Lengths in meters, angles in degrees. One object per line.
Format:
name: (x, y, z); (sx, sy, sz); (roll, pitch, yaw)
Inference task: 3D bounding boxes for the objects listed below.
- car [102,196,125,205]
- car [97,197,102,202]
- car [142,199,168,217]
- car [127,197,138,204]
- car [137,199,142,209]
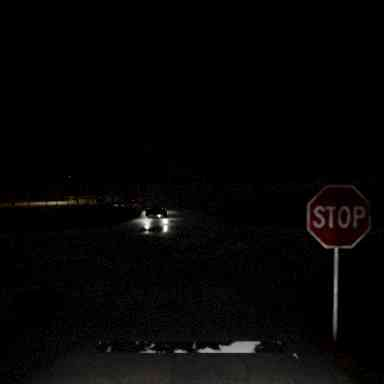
car: (-13.827, 1.541, 59.223); (1.812, 1.442, 4.674); (-1, 0, -36)
car: (-17.762, 1.500, 67.874); (4.181, 1.385, 1.994); (-1, 1, 42)
car: (-3.280, 1.425, 30.769); (1.882, 1.535, 5.008); (0, 0, -5)
car: (-11.114, 1.560, 60.379); (1.895, 1.301, 4.718); (-1, 0, -37)
car: (-5.329, 1.534, 42.355); (1.895, 1.301, 4.718); (0, 0, -18)
